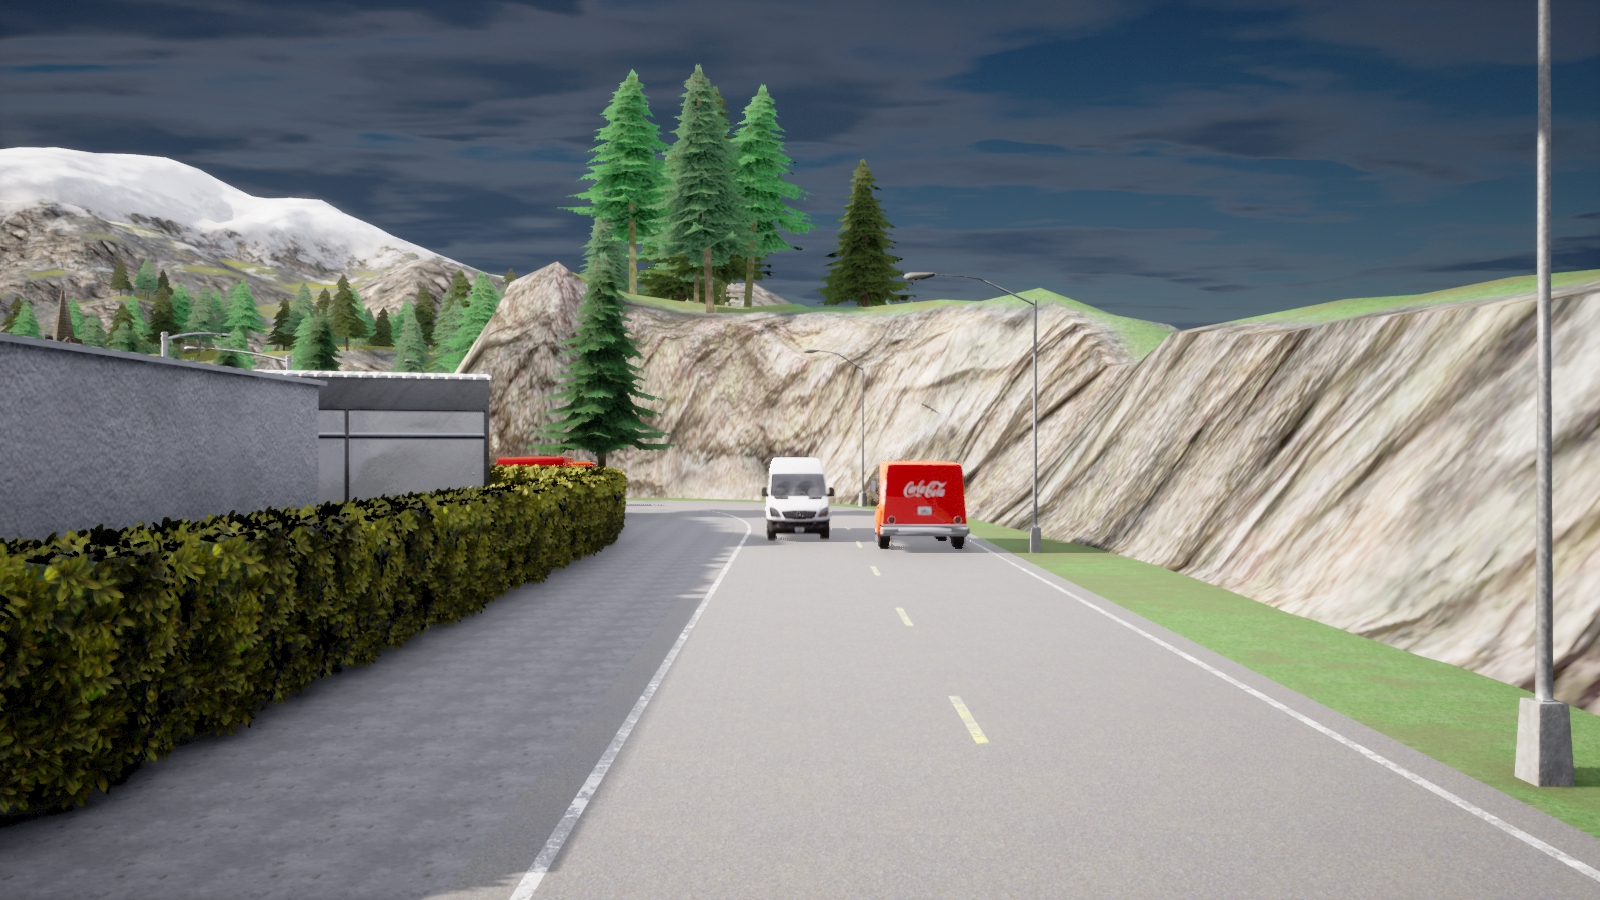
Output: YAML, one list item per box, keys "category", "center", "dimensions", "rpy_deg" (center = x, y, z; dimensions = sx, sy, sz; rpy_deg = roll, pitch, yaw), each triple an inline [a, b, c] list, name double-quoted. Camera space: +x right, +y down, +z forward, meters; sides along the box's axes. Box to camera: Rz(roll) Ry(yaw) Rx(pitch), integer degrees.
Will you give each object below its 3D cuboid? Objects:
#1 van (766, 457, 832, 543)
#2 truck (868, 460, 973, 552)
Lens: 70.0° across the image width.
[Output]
- category: "van"
  center: [-0.124, 1.532, 37.469]
  dimensions: [1.988, 2.561, 5.915]
  rpy_deg: [0, 0, -2]
- category: "truck"
  center: [3.469, 1.565, 34.056]
  dimensions: [2.627, 2.467, 5.204]
  rpy_deg: [0, 0, 1]
